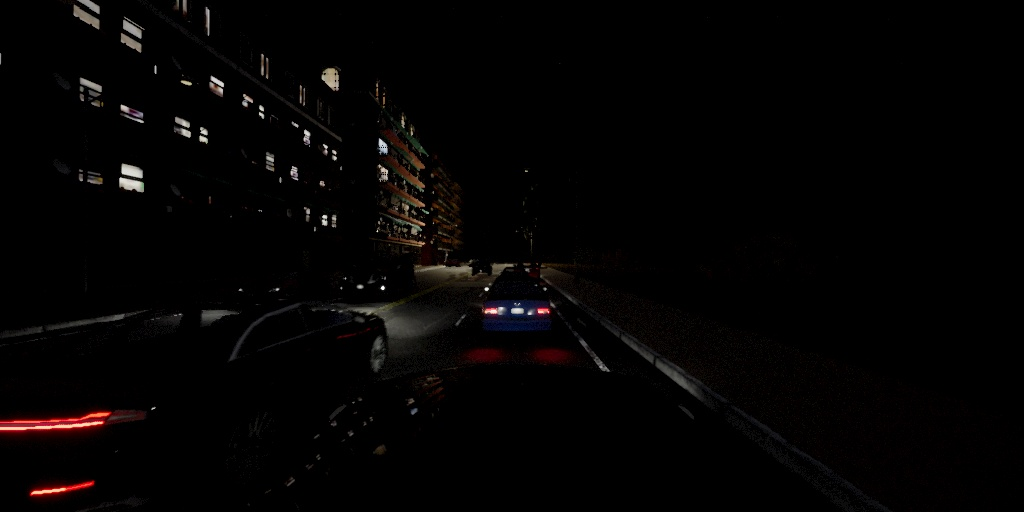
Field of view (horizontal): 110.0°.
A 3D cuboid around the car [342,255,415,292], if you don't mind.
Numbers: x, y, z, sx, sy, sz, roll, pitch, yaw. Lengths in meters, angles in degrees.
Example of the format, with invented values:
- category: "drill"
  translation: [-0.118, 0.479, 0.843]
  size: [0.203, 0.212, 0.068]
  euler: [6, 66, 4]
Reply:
- category: "car"
  translation: [-6.565, 0.974, 18.269]
  size: [2.150, 2.045, 5.566]
  euler: [0, 0, 0]

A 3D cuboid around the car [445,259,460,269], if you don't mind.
- category: "car"
  translation: [-9.718, 1.230, 58.920]
  size: [1.882, 1.535, 5.008]
  euler: [0, 0, 0]

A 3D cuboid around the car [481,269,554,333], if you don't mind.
- category: "car"
  translation: [0.120, 1.299, 10.674]
  size: [2.033, 1.411, 5.357]
  euler: [0, 0, 0]

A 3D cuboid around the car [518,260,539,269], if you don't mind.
- category: "car"
  translation: [1.194, 1.105, 29.941]
  size: [2.097, 1.767, 4.553]
  euler: [0, 0, 0]

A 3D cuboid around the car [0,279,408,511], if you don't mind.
- category: "car"
  translation: [-3.145, 1.242, 4.513]
  size: [2.128, 1.511, 4.902]
  euler: [0, 0, 0]

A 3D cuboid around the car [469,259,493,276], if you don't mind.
- category: "car"
  translation: [-3.076, 1.254, 37.598]
  size: [1.837, 1.490, 4.892]
  euler: [0, -1, 0]

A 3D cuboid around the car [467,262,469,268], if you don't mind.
- category: "car"
  translation: [-6.455, 1.299, 61.304]
  size: [2.033, 1.411, 5.357]
  euler: [0, 0, 0]

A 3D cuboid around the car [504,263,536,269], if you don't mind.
- category: "car"
  translation: [0.132, 1.317, 21.007]
  size: [1.994, 1.385, 4.181]
  euler: [0, 0, 1]

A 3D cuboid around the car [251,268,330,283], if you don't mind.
- category: "car"
  translation: [-9.836, 1.278, 15.944]
  size: [1.812, 1.442, 4.674]
  euler: [0, 0, 0]
